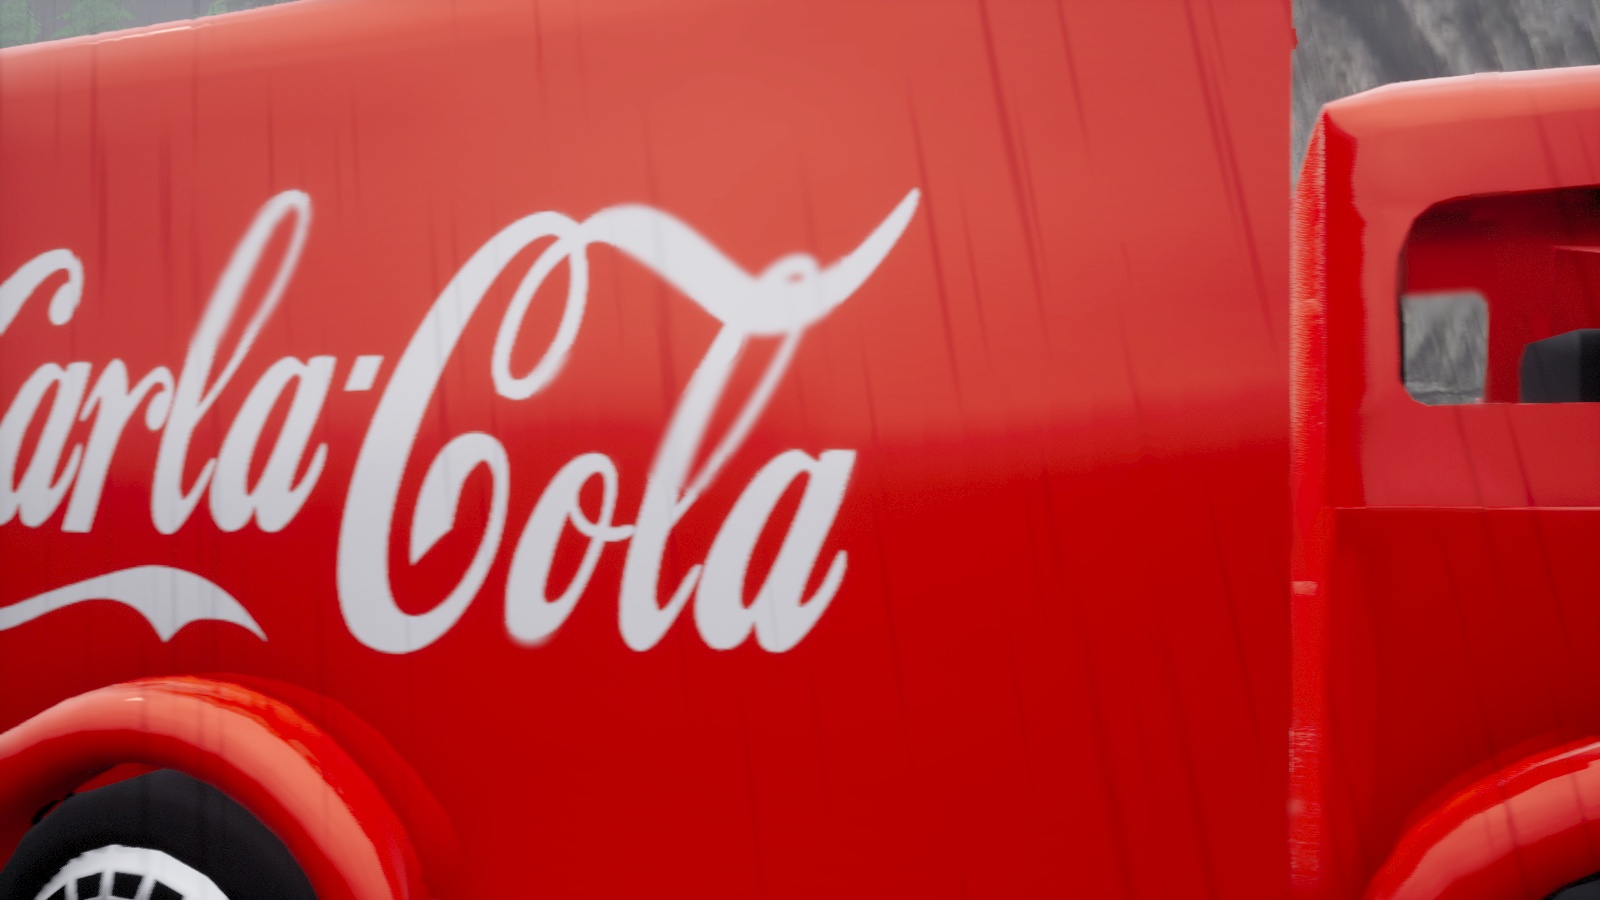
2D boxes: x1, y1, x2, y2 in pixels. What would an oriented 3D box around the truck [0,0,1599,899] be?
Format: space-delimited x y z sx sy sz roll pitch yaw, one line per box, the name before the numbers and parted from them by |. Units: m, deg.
truck | 0.364 0.295 3.064 5.204 2.467 2.627 0 1 19
